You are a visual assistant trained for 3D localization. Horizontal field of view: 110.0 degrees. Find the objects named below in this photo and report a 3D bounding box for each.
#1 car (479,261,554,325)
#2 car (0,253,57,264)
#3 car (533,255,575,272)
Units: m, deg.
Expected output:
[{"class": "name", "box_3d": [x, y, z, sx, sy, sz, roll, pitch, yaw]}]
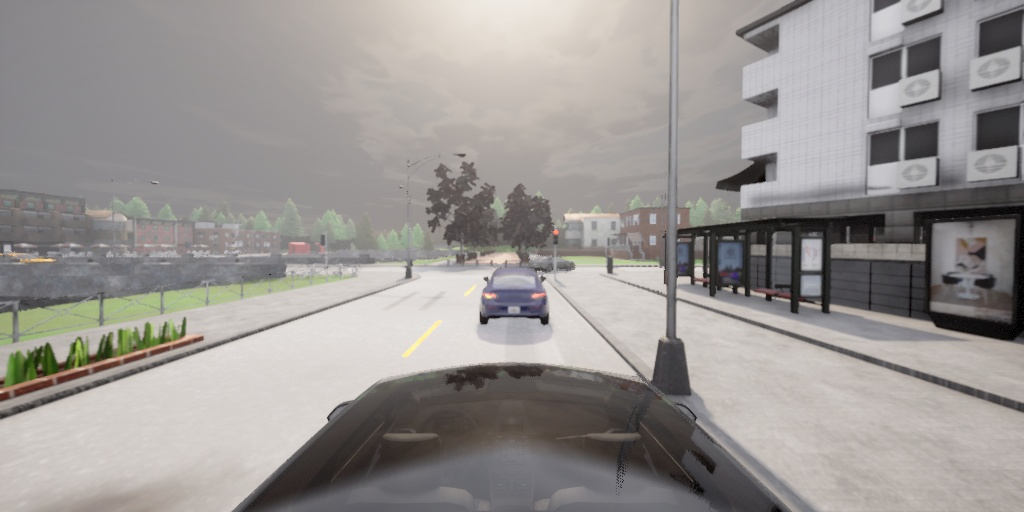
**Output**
[{"class": "car", "box_3d": [0.079, 1.053, 10.759, 1.812, 1.442, 4.674, 0, 1, 1]}, {"class": "car", "box_3d": [-42.633, 0.498, 31.081, 5.008, 1.535, 1.882, 0, 1, 1]}, {"class": "car", "box_3d": [3.335, 0.627, 29.653, 4.181, 1.385, 1.994, -1, 1, -42]}]
